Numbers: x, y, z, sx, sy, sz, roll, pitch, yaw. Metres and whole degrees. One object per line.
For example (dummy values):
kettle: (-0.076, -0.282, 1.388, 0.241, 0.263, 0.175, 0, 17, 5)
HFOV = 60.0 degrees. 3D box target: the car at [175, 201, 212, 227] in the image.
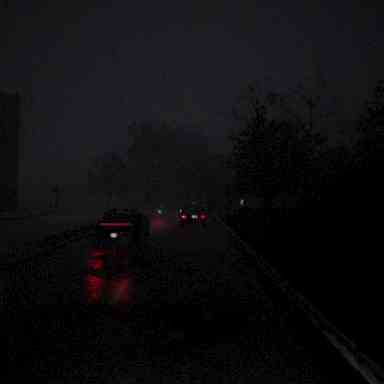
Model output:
car: (0.109, 1.594, 23.255, 2.033, 1.411, 5.357, 0, 0, 0)

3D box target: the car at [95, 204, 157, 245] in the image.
car: (-3.148, 1.523, 15.785, 2.128, 1.511, 4.902, 0, 0, 0)

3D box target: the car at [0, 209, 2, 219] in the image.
car: (-15.594, 1.551, 23.930, 2.002, 1.452, 4.674, -2, 0, 0)

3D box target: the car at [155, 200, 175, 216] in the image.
car: (-2.763, 1.576, 32.964, 1.837, 1.490, 4.892, 0, 0, 5)

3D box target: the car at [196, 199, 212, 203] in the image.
car: (1.233, 1.533, 38.662, 1.882, 1.535, 5.008, -1, 0, 9)
